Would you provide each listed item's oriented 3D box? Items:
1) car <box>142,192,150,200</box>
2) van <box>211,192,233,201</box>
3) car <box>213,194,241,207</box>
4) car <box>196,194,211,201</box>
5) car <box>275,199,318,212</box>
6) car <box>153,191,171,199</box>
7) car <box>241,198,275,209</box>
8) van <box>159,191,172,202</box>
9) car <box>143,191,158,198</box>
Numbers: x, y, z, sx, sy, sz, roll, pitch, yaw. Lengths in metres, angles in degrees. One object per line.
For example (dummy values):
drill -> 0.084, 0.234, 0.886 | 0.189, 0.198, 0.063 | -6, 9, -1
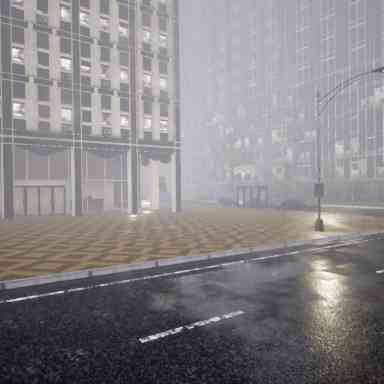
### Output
car -> -10.804, 1.039, 68.729 | 2.008, 1.369, 4.403 | 0, 1, -34
van -> 5.757, 0.855, 59.415 | 1.690, 1.788, 3.998 | 0, 1, -34
car -> 5.241, 1.319, 45.276 | 1.947, 1.339, 4.313 | 0, 1, -34
car -> 2.540, 1.043, 64.103 | 1.802, 1.307, 4.206 | 0, 1, -34
car -> 11.615, 1.424, 35.862 | 1.947, 1.339, 4.313 | 0, 1, -34
car -> -7.115, 0.615, 78.154 | 2.192, 1.841, 5.009 | 0, 1, -34
car -> 8.411, 1.388, 40.559 | 1.802, 1.307, 4.206 | 0, 1, -34
van -> -4.368, 0.937, 59.357 | 1.690, 1.788, 3.998 | 0, 1, -34
car -> -10.333, 0.686, 82.840 | 1.967, 1.590, 4.097 | 0, 1, -34
